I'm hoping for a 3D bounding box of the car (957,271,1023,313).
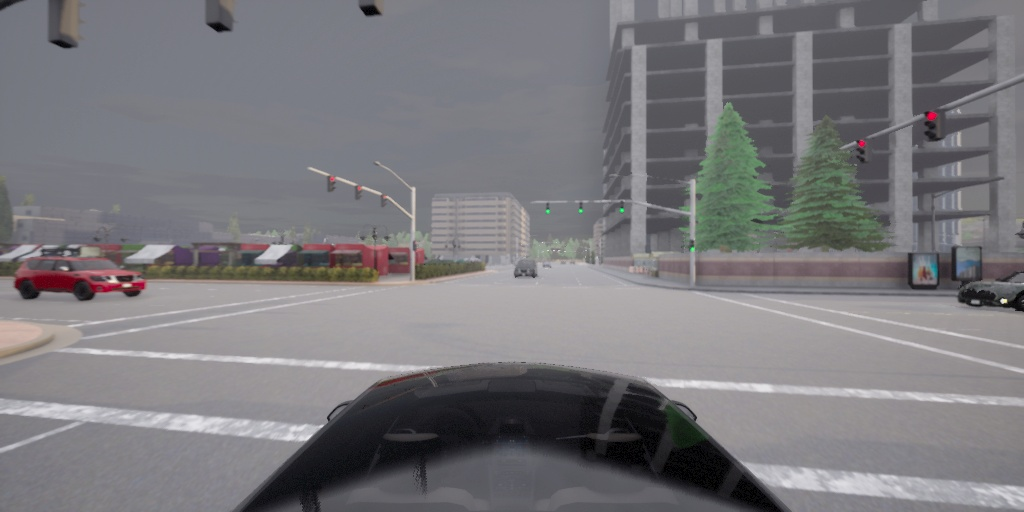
[{"bbox_3d":[21.842,1.377,14.838,4.553,1.767,2.097,0,0,9],"label":"car"}]

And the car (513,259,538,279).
[{"bbox_3d":[1.539,1.407,38.015,2.150,2.045,5.566,0,1,8],"label":"car"}]

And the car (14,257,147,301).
[{"bbox_3d":[-21.397,1.063,17.831,5.566,2.045,2.150,0,0,9],"label":"car"}]
